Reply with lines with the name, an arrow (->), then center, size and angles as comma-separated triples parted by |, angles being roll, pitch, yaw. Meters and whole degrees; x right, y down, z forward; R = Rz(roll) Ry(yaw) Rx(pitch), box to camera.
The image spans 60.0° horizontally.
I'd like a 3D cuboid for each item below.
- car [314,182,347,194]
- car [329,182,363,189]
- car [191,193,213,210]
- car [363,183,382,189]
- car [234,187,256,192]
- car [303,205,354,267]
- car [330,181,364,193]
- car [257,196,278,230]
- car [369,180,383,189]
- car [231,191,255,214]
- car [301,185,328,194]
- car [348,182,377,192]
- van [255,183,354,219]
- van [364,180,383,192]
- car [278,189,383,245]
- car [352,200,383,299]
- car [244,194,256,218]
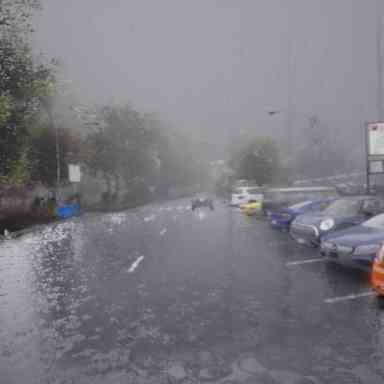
car -> 25.777, -0.769, 62.185 | 2.435, 2.045, 5.566 | -3, 0, -20
car -> 19.646, -0.270, 45.226 | 2.435, 2.045, 5.566 | -3, 2, -20
car -> 1.024, 0.839, 34.369 | 2.097, 1.767, 4.553 | -3, 1, 1
car -> 22.573, -0.123, 45.255 | 2.163, 1.488, 4.792 | -3, 2, -20
car -> 6.217, 0.546, 29.642 | 5.566, 2.045, 2.435 | -2, 1, -18
car -> 5.572, 1.147, 8.610 | 4.674, 1.452, 2.002 | -2, 1, -18
car -> 28.834, -0.908, 62.128 | 2.435, 2.045, 5.566 | -2, 0, -20
car -> 5.752, 1.018, 14.617 | 5.008, 1.535, 2.097 | -2, 1, -18
car -> 25.524, -0.538, 45.239 | 2.435, 2.045, 5.566 | -3, 2, -20
car -> 5.855, 0.889, 23.561 | 5.366, 1.575, 1.946 | -2, 1, -18
car -> 22.769, -0.351, 62.200 | 2.163, 1.488, 4.792 | -3, 0, -20
car -> 31.835, -0.918, 62.165 | 2.185, 1.767, 4.553 | -2, 0, -20
van -> 5.955, 0.744, 17.654 | 4.442, 1.987, 1.878 | -2, 1, -18
van -> 34.811, -1.154, 62.224 | 1.878, 1.987, 4.442 | -3, 0, -20
car -> 5.694, 0.935, 11.613 | 4.553, 1.767, 2.185 | -2, 1, -18
car -> 5.435, 1.028, 5.602 | 4.553, 1.767, 2.185 | -2, 1, -18
car -> 5.950, 0.969, 20.616 | 4.674, 1.452, 2.002 | -2, 1, -18
